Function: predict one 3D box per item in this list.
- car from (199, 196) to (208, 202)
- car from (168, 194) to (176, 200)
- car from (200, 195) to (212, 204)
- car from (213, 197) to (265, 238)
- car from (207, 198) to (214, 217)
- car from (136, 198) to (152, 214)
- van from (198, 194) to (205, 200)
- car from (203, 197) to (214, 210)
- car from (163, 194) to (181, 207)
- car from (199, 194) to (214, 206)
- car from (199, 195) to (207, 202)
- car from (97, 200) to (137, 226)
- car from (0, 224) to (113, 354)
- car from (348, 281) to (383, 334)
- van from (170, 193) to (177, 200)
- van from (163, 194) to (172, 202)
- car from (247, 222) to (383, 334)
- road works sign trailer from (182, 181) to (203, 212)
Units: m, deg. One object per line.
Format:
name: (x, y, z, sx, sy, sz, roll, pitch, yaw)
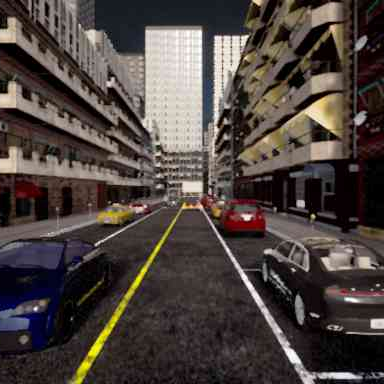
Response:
car: (2.586, 1.518, 73.452, 1.752, 1.417, 4.829, -1, 0, 0)
car: (-5.289, 1.429, 89.913, 1.967, 1.590, 4.097, -1, 0, 0)
car: (2.580, 1.435, 62.184, 1.967, 1.590, 4.097, -1, 0, 0)
car: (2.560, 1.315, 17.792, 2.192, 1.841, 5.009, -1, 0, 0)
car: (2.568, 1.525, 29.060, 1.752, 1.417, 4.829, -1, 0, 0)
car: (-5.312, 1.440, 34.421, 1.967, 1.590, 4.097, -1, 0, 0)
van: (2.590, 1.330, 89.929, 1.690, 1.788, 3.998, -1, 0, 0)
car: (2.573, 1.581, 39.988, 1.802, 1.307, 4.206, -1, 0, 0)
car: (-2.799, 1.349, 50.020, 2.097, 1.767, 4.553, 0, 0, 0)
car: (2.574, 1.312, 51.085, 2.192, 1.841, 5.009, -1, 0, 0)
car: (2.587, 1.432, 78.831, 1.967, 1.590, 4.097, -1, 0, 0)
car: (-5.315, 1.526, 23.153, 1.752, 1.417, 4.829, -1, 0, 0)
car: (-2.849, 1.564, 6.210, 1.994, 1.385, 4.181, 0, 0, 0)
car: (2.557, 1.566, 1.145, 1.947, 1.339, 4.313, -1, 0, 0)
van: (-5.288, 1.328, 95.461, 1.690, 1.788, 3.998, -1, 0, 0)
van: (-5.297, 1.335, 73.265, 1.690, 1.788, 3.998, -1, 0, 0)
car: (2.559, 1.551, 6.694, 2.008, 1.369, 4.403, -1, 0, 0)
road works sign trailer: (0.046, 0.463, 39.239, 2.380, 3.560, 2.880, 0, 0, -1)
